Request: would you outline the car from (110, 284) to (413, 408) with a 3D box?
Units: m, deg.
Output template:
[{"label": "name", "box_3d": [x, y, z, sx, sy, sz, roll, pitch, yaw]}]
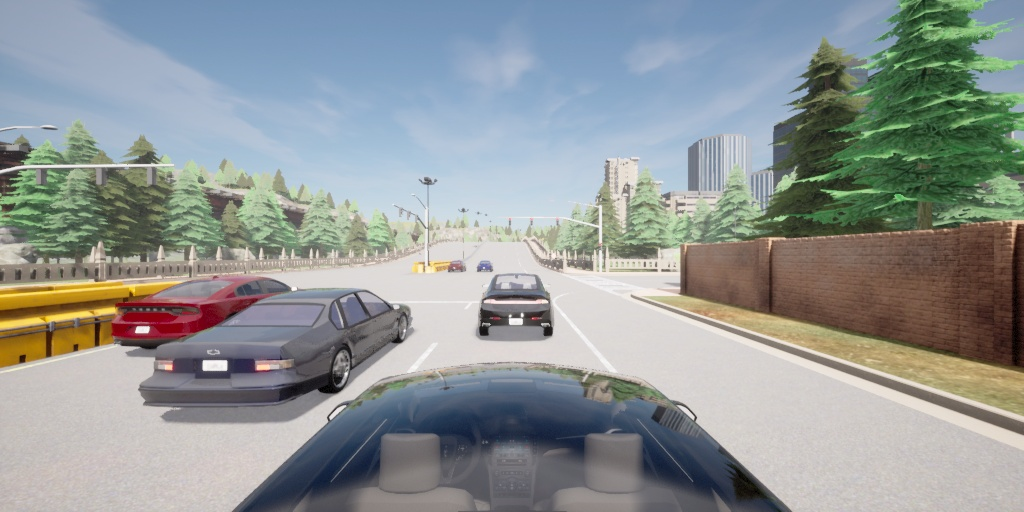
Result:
[{"label": "car", "box_3d": [-3.398, 1.297, 6.607, 2.033, 1.411, 5.357, 0, 0, 0]}]

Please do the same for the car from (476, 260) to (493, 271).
[{"label": "car", "box_3d": [-3.391, 1.276, 45.688, 1.812, 1.442, 4.674, 0, 0, 0]}]

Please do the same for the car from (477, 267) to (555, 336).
[{"label": "car", "box_3d": [0.130, 1.242, 10.353, 2.128, 1.511, 4.902, 0, 0, 1]}]

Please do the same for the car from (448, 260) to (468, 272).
[{"label": "car", "box_3d": [-6.886, 1.276, 45.251, 1.812, 1.442, 4.674, 0, 0, 0]}]

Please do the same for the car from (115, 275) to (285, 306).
[{"label": "car", "box_3d": [-6.898, 1.228, 9.171, 1.882, 1.535, 5.008, 0, 0, 0]}]
